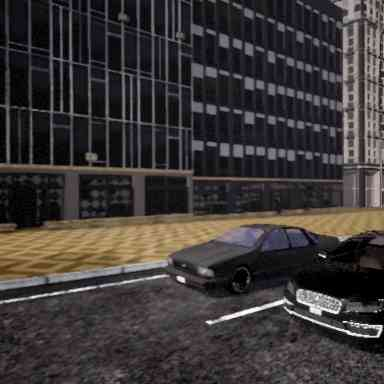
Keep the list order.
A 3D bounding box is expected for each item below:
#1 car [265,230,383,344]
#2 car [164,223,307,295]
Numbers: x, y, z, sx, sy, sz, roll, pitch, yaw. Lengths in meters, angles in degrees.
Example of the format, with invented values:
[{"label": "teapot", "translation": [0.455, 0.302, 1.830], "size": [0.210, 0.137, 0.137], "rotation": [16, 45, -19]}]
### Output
[{"label": "car", "translation": [3.832, 1.546, 6.386], "size": [4.892, 1.490, 1.837], "rotation": [1, 0, -35]}, {"label": "car", "translation": [1.933, 1.587, 9.021], "size": [5.357, 1.411, 2.033], "rotation": [0, 0, -35]}]
